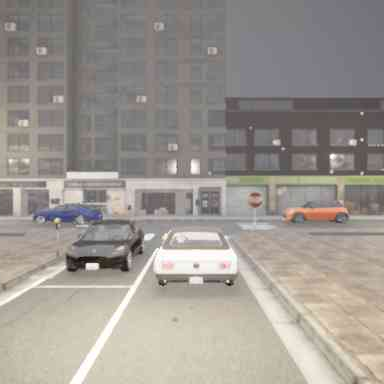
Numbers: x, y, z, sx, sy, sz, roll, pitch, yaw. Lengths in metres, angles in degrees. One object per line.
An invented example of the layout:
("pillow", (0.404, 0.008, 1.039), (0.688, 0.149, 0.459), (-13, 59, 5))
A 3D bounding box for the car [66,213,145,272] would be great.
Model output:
("car", (-2.642, 1.608, 10.993), (1.947, 1.339, 4.313), (0, 0, 0))

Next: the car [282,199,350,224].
("car", (8.997, 1.418, 24.517), (4.553, 1.767, 2.097), (0, 0, 2))

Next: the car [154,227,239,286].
("car", (0.103, 1.637, 9.434), (1.895, 1.301, 4.718), (0, 0, 0))

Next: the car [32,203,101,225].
("car", (-9.161, 1.585, 24.487), (5.008, 1.535, 1.882), (0, -1, 7))
